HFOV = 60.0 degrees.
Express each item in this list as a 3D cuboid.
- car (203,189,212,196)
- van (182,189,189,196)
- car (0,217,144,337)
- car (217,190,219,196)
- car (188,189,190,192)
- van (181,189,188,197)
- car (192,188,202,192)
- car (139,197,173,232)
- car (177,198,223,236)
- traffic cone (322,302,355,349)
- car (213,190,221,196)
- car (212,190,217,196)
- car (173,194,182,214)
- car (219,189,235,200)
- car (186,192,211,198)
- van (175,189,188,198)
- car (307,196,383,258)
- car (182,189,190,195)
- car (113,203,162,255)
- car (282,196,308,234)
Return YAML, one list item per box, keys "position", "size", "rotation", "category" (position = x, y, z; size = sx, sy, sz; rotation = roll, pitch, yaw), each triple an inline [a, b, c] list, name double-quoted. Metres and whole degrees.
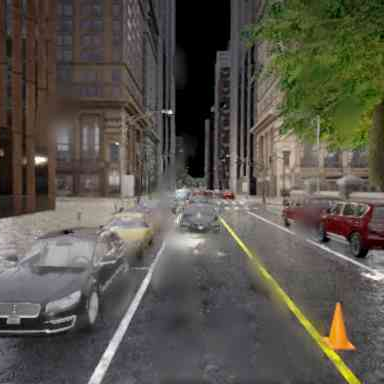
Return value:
- position: [4.098, 0.290, 84.659]
  size: [1.882, 1.535, 5.008]
  rotation: [0, 1, 1]
  category: "car"
- position: [-1.634, 0.094, 88.001]
  size: [1.690, 1.788, 3.998]
  rotation: [0, 1, 1]
  category: "van"
- position: [-2.356, 1.448, 6.614]
  size: [2.008, 1.369, 4.403]
  rotation: [0, 1, 1]
  category: "car"
- position: [6.698, 0.396, 66.172]
  size: [2.192, 1.841, 5.009]
  rotation: [0, 1, 1]
  category: "car"
- position: [-1.875, 0.558, 60.799]
  size: [1.967, 1.590, 4.097]
  rotation: [0, 1, 1]
  category: "car"
- position: [-1.730, 0.239, 77.120]
  size: [1.690, 1.788, 3.998]
  rotation: [0, 1, 1]
  category: "van"
- position: [1.087, 0.045, 83.410]
  size: [2.150, 2.045, 5.566]
  rotation: [0, 1, 1]
  category: "car"
- position: [-2.257, 1.179, 17.660]
  size: [1.967, 1.590, 4.097]
  rotation: [0, 1, 1]
  category: "car"
- position: [0.403, 1.268, 16.812]
  size: [1.837, 1.490, 4.892]
  rotation: [0, 1, 1]
  category: "car"
- position: [2.113, 1.897, 4.813]
  size: [0.340, 0.580, 0.340]
  rotation: [0, 1, 1]
  category: "traffic cone"
- position: [6.939, 0.157, 93.373]
  size: [1.967, 1.590, 4.097]
  rotation: [0, 1, 1]
  category: "car"
- position: [6.842, 0.413, 82.495]
  size: [2.008, 1.369, 4.403]
  rotation: [0, 1, 1]
  category: "car"
- position: [-2.159, 1.141, 28.707]
  size: [1.947, 1.339, 4.313]
  rotation: [0, 1, 1]
  category: "car"
- position: [6.650, 0.470, 60.731]
  size: [2.192, 1.841, 5.009]
  rotation: [0, 1, 1]
  category: "car"
- position: [0.647, 1.017, 33.817]
  size: [1.837, 1.490, 4.892]
  rotation: [0, 1, 1]
  category: "car"
- position: [-1.923, 0.534, 55.358]
  size: [1.690, 1.788, 3.998]
  rotation: [0, 1, 1]
  category: "van"
- position: [6.220, 1.172, 12.070]
  size: [2.192, 1.841, 5.009]
  rotation: [0, 1, 1]
  category: "car"
- position: [-1.586, -0.005, 93.441]
  size: [2.192, 1.841, 5.009]
  rotation: [0, 1, 1]
  category: "car"
- position: [-2.308, 1.347, 11.967]
  size: [1.752, 1.417, 4.829]
  rotation: [0, 1, 1]
  category: "car"
- position: [6.269, 1.092, 17.593]
  size: [2.192, 1.841, 5.009]
  rotation: [0, 1, 1]
  category: "car"
